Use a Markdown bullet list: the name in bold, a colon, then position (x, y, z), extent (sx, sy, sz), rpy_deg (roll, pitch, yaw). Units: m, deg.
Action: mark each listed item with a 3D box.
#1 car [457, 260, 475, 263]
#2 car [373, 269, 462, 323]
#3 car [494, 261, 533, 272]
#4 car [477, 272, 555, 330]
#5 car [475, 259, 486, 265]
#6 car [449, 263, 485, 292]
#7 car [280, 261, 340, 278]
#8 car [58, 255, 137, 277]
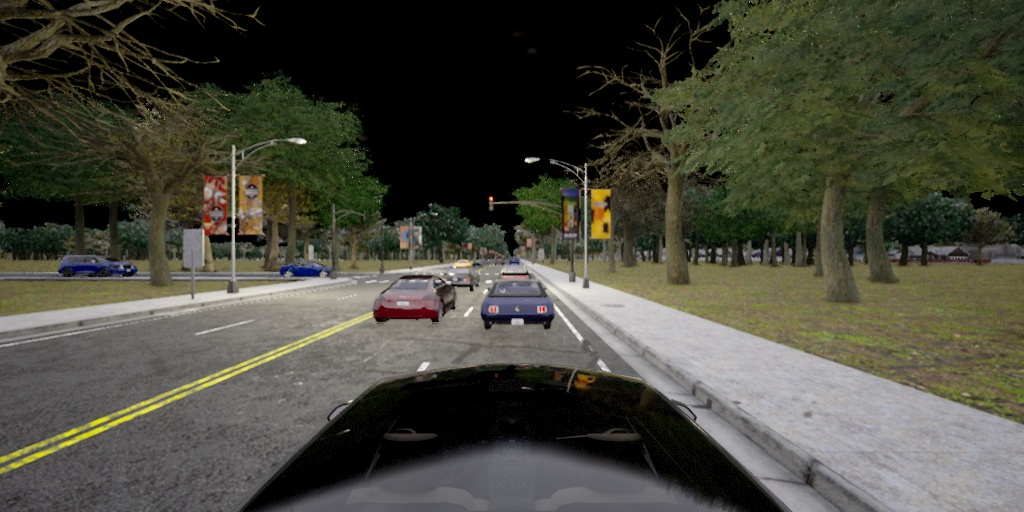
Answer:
- **car**: position (-6.315, 1.272, 46.449), extent (1.882, 1.535, 5.008), rpy_deg (0, 0, 0)
- **car**: position (-3.083, 1.322, 12.154), extent (1.994, 1.385, 4.181), rpy_deg (0, 0, 0)
- **car**: position (0.196, 1.257, 20.405), extent (2.128, 1.511, 4.902), rpy_deg (0, 0, 1)
- **car**: position (0.158, 1.358, 11.151), extent (1.895, 1.301, 4.718), rpy_deg (0, 0, 0)
- **car**: position (-6.166, 1.422, 63.249), extent (1.895, 1.301, 4.718), rpy_deg (0, 0, 1)
- **car**: position (-3.026, 1.314, 21.639), extent (2.033, 1.411, 5.357), rpy_deg (0, 0, 0)
- **car**: position (-18.300, 1.237, 32.609), extent (5.008, 1.535, 1.882), rpy_deg (0, 0, -1)
- **car**: position (-37.723, 0.957, 32.700), extent (5.566, 2.045, 2.150), rpy_deg (0, 0, 0)
